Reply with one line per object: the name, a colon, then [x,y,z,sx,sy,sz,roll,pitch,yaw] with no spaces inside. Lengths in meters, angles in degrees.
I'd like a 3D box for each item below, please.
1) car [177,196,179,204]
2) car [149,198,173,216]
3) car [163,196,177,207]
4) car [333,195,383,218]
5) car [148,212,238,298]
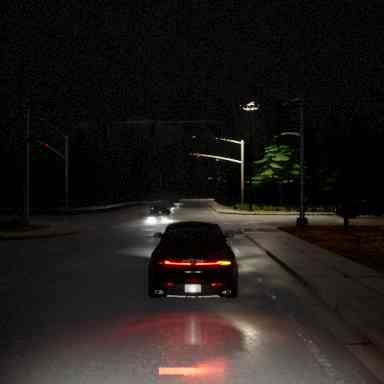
car: [-3.516,1.506,66.062,1.837,1.490,4.892,0,0,1]
car: [-3.278,1.610,33.172,1.895,1.301,4.718,0,0,-8]
car: [-3.658,1.506,49.142,1.837,1.490,4.892,0,0,0]
car: [15.558,1.248,29.621,5.566,2.045,2.150,0,0,1]
car: [0.036,1.501,8.481,1.837,1.490,4.892,0,0,0]
